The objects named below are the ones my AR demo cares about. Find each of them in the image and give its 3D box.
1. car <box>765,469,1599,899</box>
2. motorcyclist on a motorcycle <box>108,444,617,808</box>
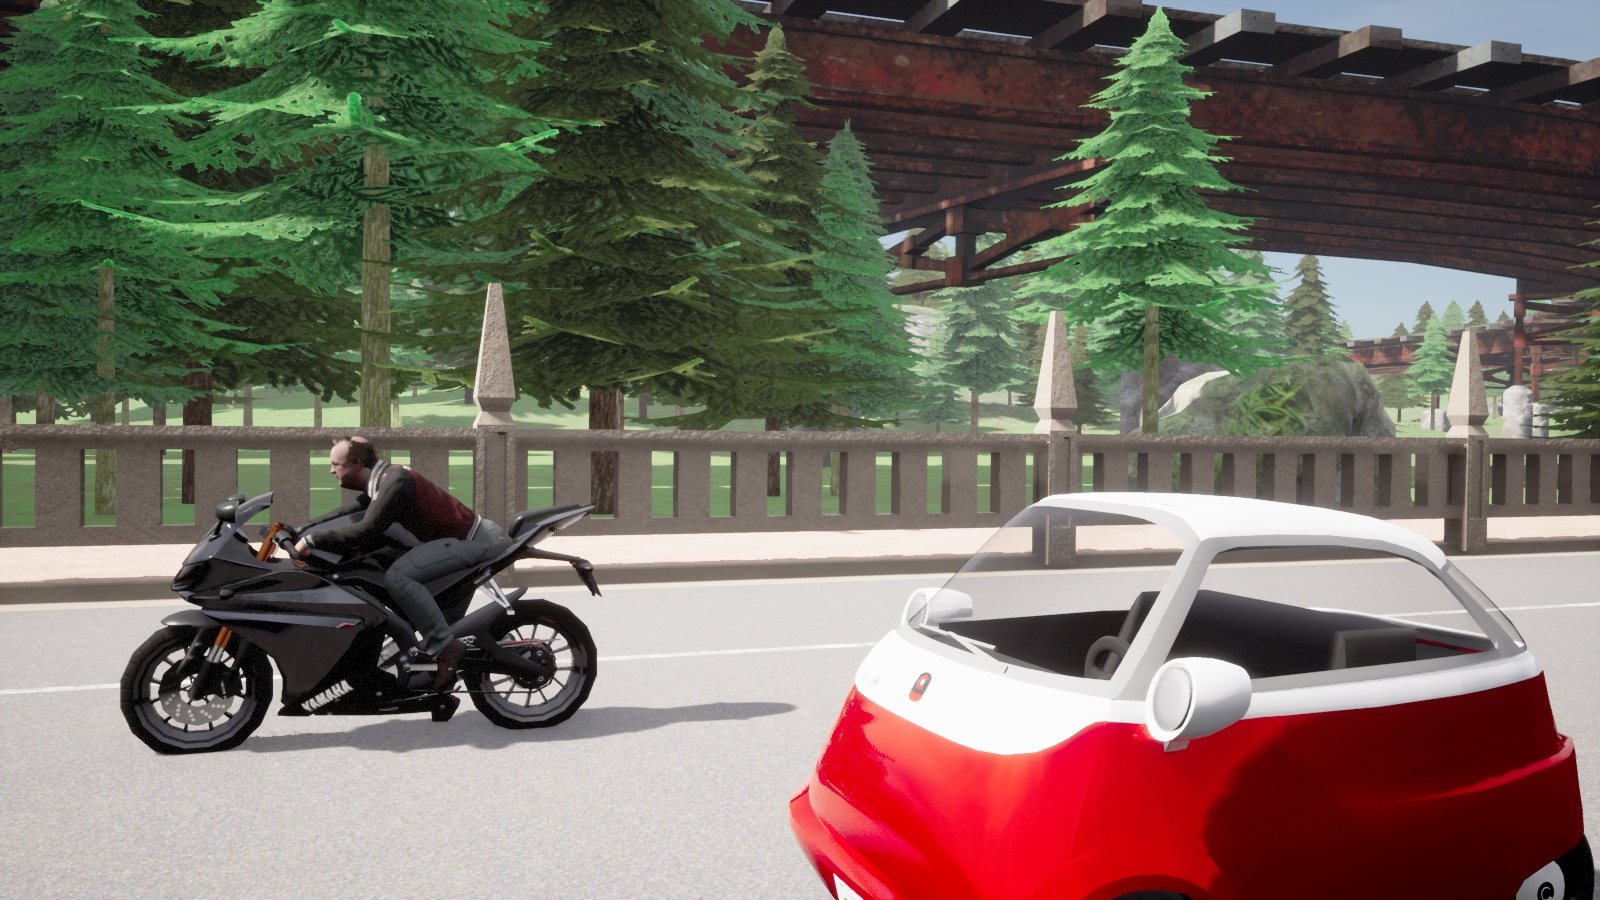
[{"bbox_3d":[1.187,0.780,3.690,2.207,1.376,1.481,-1,1,-21],"label":"car"},{"bbox_3d":[-2.089,0.755,6.190,2.191,1.530,0.866,-1,1,-21],"label":"motorcyclist on a motorcycle"}]
